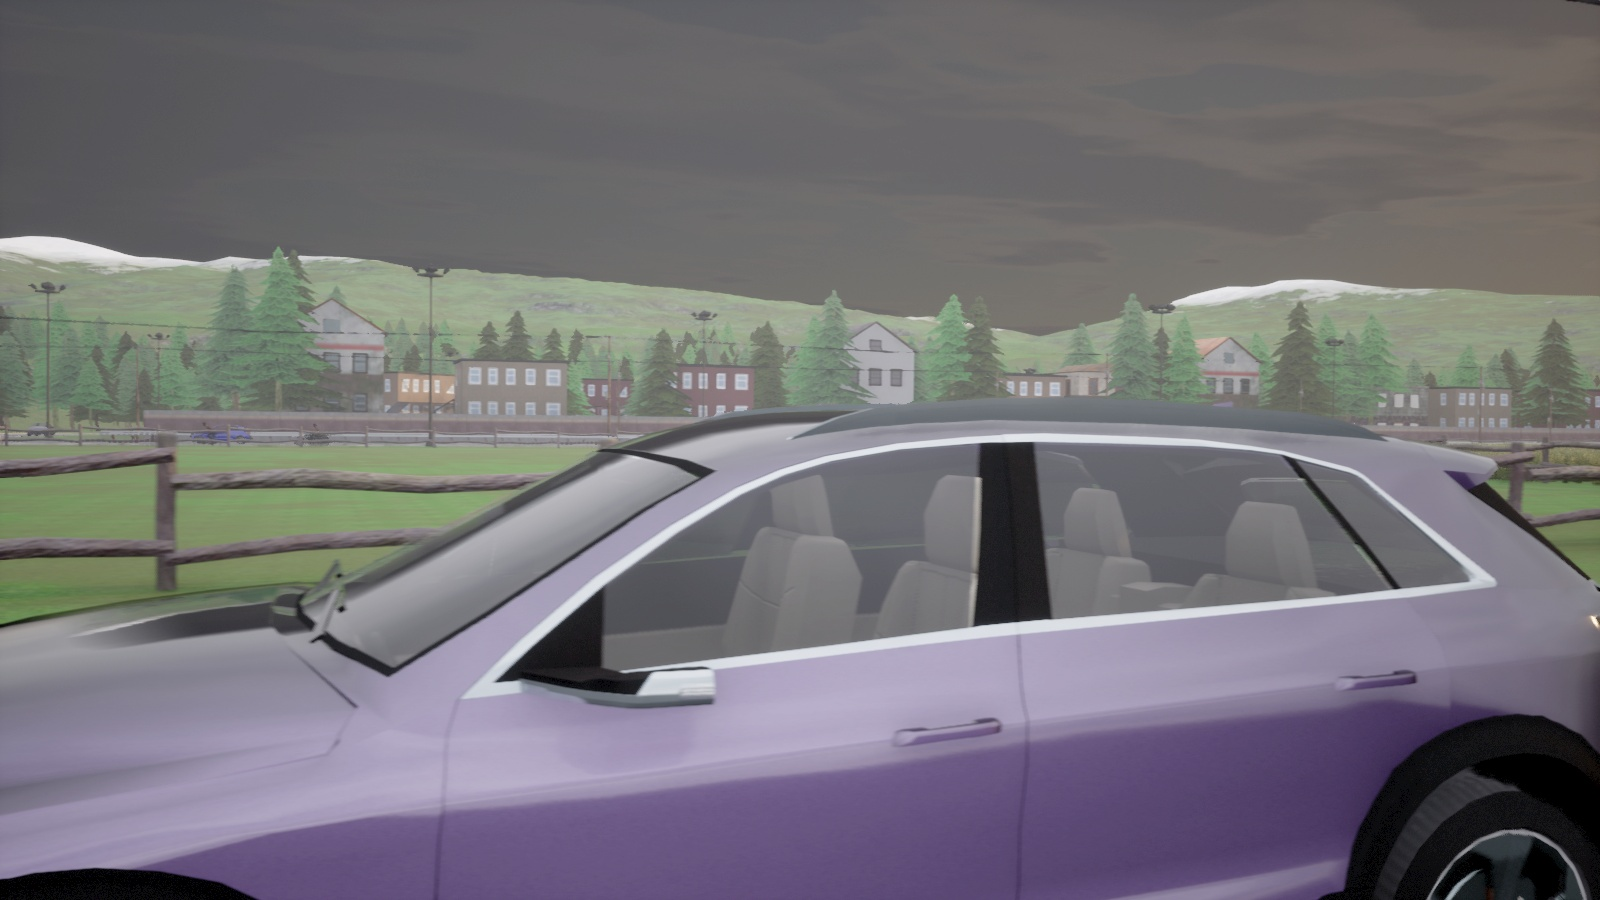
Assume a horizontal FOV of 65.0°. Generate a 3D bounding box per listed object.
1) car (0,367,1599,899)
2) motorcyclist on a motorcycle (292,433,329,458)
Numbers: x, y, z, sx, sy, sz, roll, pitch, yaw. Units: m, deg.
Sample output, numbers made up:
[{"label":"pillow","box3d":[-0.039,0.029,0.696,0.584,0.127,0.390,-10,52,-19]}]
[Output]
[{"label":"car","box3d":[-0.014,0.673,3.233,4.856,1.649,2.033,-1,1,-21]},{"label":"motorcyclist on a motorcycle","box3d":[-33.701,-0.296,86.540,2.350,1.649,0.766,-1,1,-21]}]
